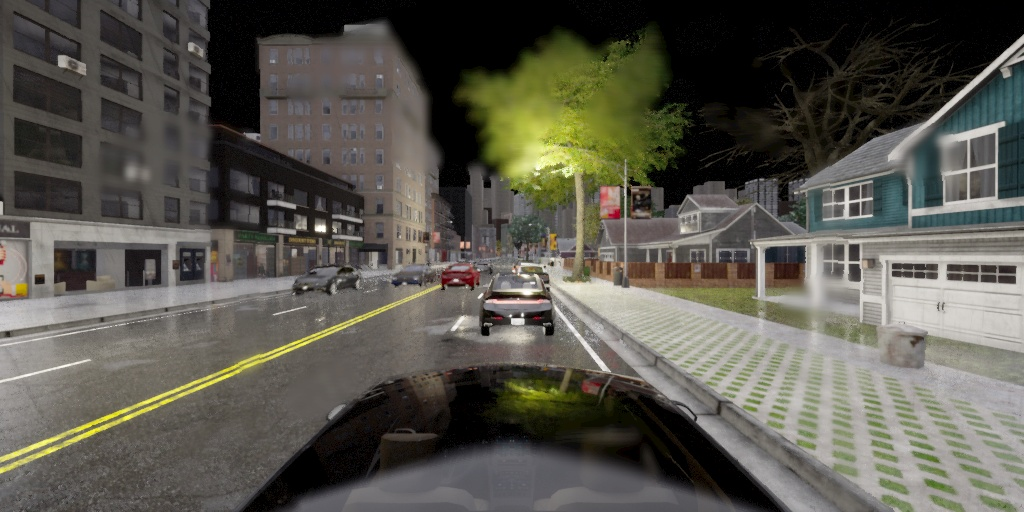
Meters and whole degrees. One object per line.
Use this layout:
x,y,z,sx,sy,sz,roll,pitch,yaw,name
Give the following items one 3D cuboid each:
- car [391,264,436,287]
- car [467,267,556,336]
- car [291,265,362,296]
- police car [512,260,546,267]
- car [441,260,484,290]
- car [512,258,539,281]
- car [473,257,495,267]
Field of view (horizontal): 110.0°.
-6.506,1.283,24.393,2.033,1.411,5.357,0,0,0,car
0.134,1.238,10.369,2.128,1.511,4.902,0,0,0,car
-9.778,1.245,19.377,1.837,1.490,4.892,0,0,0,car
1.052,1.164,20.618,1.930,1.638,5.238,0,0,0,police car
-3.066,1.215,22.150,1.882,1.535,5.008,0,0,0,car
1.093,1.080,30.478,2.097,1.767,4.553,0,0,0,car
-2.998,1.212,38.754,2.128,1.511,4.902,0,0,0,car
